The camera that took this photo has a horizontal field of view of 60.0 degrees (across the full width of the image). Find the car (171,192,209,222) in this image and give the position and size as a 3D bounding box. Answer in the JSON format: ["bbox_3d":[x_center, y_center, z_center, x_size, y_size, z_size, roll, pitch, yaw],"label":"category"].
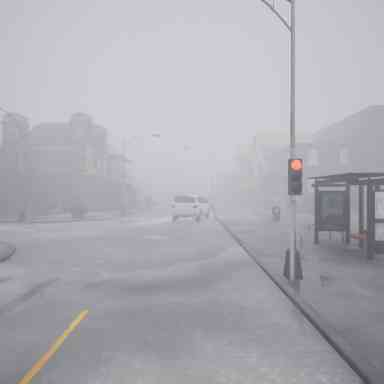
[{"bbox_3d":[-0.047,1.221,26.850,2.150,2.045,5.566,1,0,13],"label":"car"}]

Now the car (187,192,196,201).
[{"bbox_3d":[-0.100,1.057,77.254,2.150,2.045,5.566,0,0,0],"label":"car"}]

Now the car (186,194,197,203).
[{"bbox_3d":[-0.087,1.352,67.190,2.097,1.767,4.553,0,0,0],"label":"car"}]
